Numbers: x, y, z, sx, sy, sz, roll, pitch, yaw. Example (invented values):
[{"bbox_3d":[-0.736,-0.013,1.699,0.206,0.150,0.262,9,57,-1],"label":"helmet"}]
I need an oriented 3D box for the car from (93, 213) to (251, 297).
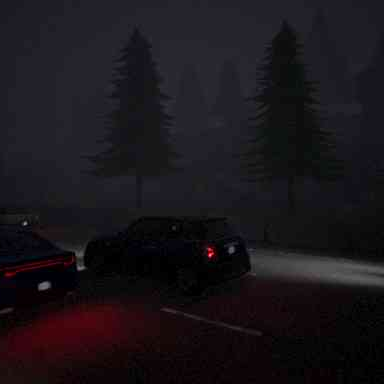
[{"bbox_3d":[-0.823,1.360,8.881,4.553,1.767,2.097,0,0,36],"label":"car"}]

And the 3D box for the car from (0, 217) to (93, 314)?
[{"bbox_3d":[-4.606,1.487,7.282,5.008,1.535,1.882,0,0,36],"label":"car"}]

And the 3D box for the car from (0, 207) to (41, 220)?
[{"bbox_3d":[-11.634,1.563,20.901,4.718,1.301,1.895,0,0,36],"label":"car"}]
